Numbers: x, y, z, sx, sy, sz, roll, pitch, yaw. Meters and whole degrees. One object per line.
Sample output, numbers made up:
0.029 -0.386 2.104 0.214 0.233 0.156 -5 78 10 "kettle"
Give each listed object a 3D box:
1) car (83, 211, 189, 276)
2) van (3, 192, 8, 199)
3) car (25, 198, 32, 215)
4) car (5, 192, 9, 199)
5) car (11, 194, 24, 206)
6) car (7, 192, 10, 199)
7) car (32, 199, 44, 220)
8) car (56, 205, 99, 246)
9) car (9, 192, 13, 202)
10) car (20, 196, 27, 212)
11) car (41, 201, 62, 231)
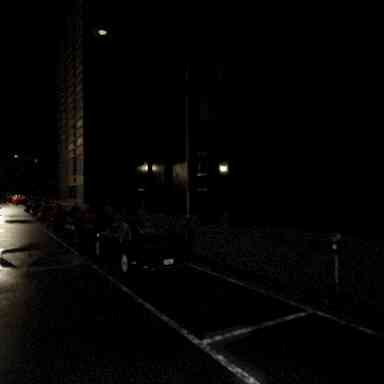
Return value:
-1.703 1.498 10.160 2.008 1.369 4.403 0 0 -31 "car"
-45.167 0.974 82.471 1.690 1.788 3.998 0 0 -31 "van"
-13.293 1.420 29.443 1.887 1.381 4.507 0 0 -31 "car"
-36.475 1.253 68.009 2.008 1.369 4.403 0 0 -31 "car"
-24.884 1.336 48.726 1.887 1.381 4.507 0 0 -31 "car"
-33.578 1.270 63.188 1.887 1.381 4.507 0 0 -31 "car"
-10.395 1.440 24.622 1.887 1.381 4.507 0 0 -31 "car"
-4.600 1.475 14.980 1.887 1.381 4.507 0 0 -31 "car"
-27.782 1.210 53.547 1.967 1.590 4.097 0 0 -31 "car"
-16.192 1.421 34.264 1.947 1.339 4.313 0 0 -31 "car"
-7.497 1.458 19.800 1.887 1.381 4.507 0 0 -31 "car"
